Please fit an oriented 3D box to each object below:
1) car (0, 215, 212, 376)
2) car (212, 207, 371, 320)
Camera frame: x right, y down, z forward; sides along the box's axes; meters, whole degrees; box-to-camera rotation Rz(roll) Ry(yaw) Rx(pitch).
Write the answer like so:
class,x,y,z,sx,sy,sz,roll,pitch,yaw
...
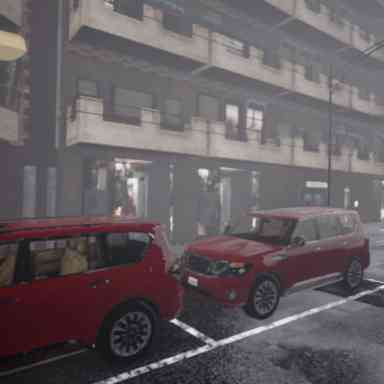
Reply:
class,x,y,z,sx,sy,sz,roll,pitch,yaw
car,-2.428,1.315,4.337,5.009,1.841,2.192,0,1,-35
car,2.075,1.313,7.547,5.009,1.841,2.192,0,1,-35
